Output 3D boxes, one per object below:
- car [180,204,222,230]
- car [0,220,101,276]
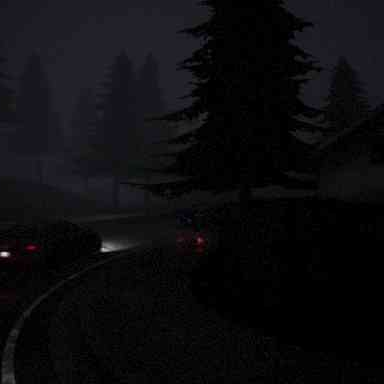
[{"bbox_3d":[1.271,1.479,21.137,1.882,1.535,5.008,0,0,35],"label":"car"},{"bbox_3d":[-4.450,1.551,10.397,1.994,1.385,4.181,0,0,8],"label":"car"}]
